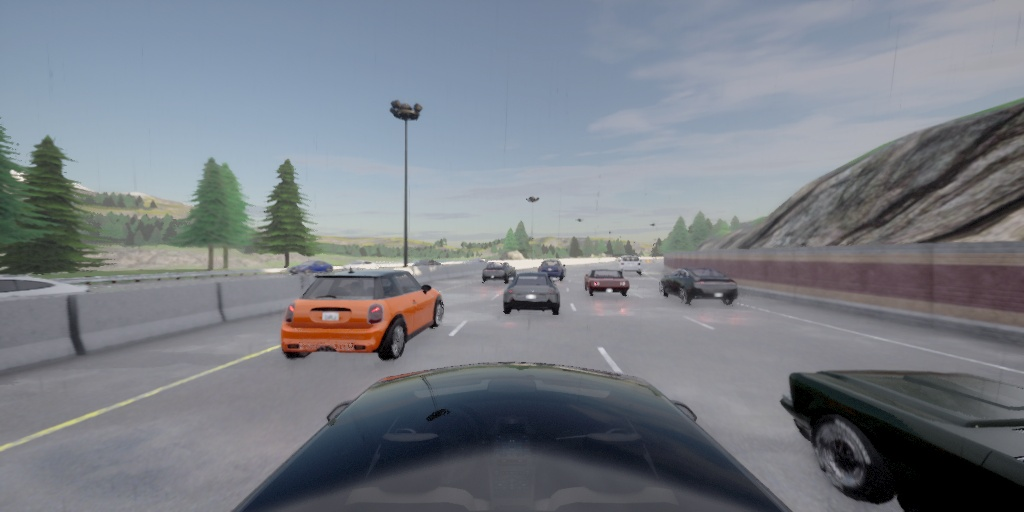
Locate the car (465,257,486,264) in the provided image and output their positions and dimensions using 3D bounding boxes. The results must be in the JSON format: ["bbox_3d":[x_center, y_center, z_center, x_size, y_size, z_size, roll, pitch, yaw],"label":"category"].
[{"bbox_3d":[-5.294,1.209,51.472,1.812,1.442,4.674,0,0,20],"label":"car"}]

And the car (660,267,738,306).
[{"bbox_3d":[8.059,1.251,15.919,2.128,1.511,4.902,0,0,6],"label":"car"}]

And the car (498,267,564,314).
[{"bbox_3d":[0.803,1.304,13.747,1.994,1.385,4.181,0,0,5],"label":"car"}]

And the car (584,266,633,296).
[{"bbox_3d":[4.924,1.347,19.234,1.895,1.301,4.718,0,0,8],"label":"car"}]

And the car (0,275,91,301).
[{"bbox_3d":[-13.776,1.228,9.067,1.812,1.442,4.674,0,0,3],"label":"car"}]

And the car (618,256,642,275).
[{"bbox_3d":[12.790,0.971,38.821,2.150,2.045,5.566,0,0,17],"label":"car"}]

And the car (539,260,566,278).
[{"bbox_3d":[3.484,1.082,30.710,2.097,1.767,4.553,0,0,12],"label":"car"}]

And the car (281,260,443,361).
[{"bbox_3d":[-3.098,1.086,8.456,2.097,1.767,4.553,0,0,3],"label":"car"}]

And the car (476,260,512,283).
[{"bbox_3d":[-0.877,1.213,26.848,2.128,1.511,4.902,0,0,11],"label":"car"}]

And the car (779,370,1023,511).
[{"bbox_3d":[3.648,1.362,1.470,1.895,1.301,4.718,0,0,0],"label":"car"}]

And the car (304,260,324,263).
[{"bbox_3d":[-20.456,1.180,36.786,1.812,1.442,4.674,0,0,13],"label":"car"}]
